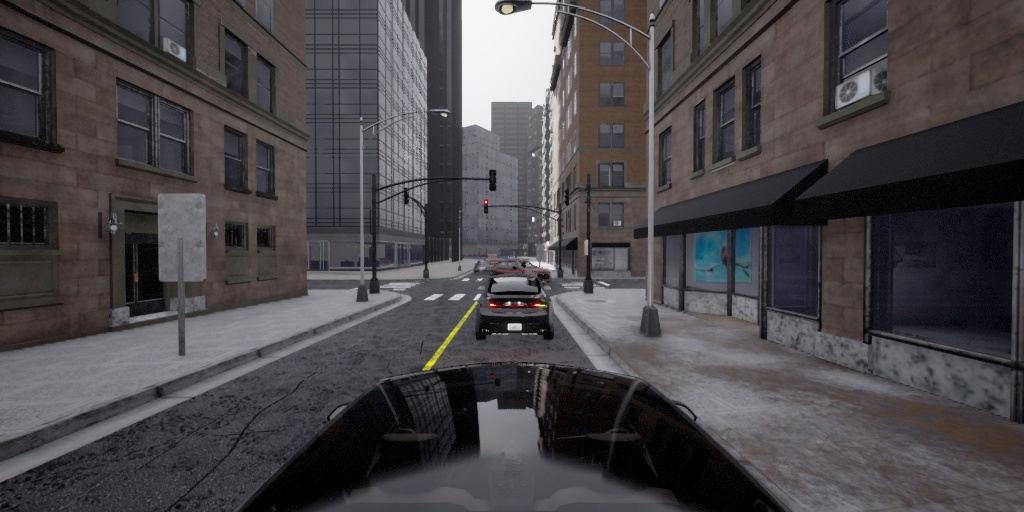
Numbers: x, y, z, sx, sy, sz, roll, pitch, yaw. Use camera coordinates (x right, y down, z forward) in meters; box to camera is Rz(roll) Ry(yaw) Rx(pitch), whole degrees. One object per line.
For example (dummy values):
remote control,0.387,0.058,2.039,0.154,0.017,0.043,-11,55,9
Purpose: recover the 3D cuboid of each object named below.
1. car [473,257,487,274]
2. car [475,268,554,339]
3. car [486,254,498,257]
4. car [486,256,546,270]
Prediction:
car,-3.148,1.154,39.490,2.128,1.511,4.902,0,0,0
car,0.068,1.252,10.001,1.837,1.490,4.892,0,0,0
car,-3.164,0.719,56.627,2.150,2.045,5.566,0,0,0
car,0.598,1.082,24.646,2.097,1.767,4.553,0,0,-40
